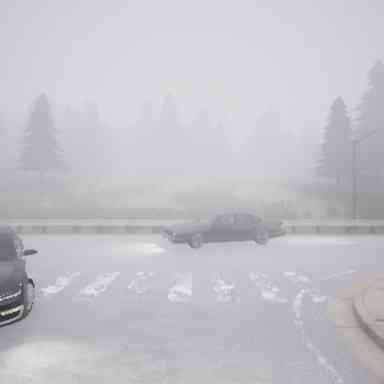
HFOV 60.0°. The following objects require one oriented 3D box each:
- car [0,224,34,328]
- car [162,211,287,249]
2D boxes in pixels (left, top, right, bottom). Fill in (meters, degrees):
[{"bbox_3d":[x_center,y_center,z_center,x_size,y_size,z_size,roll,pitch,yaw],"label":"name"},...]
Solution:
[{"bbox_3d":[-4.455,1.503,6.890,1.837,1.490,4.892,0,1,-28],"label":"car"},{"bbox_3d":[1.454,1.554,14.540,5.357,1.411,2.033,0,0,-20],"label":"car"}]
